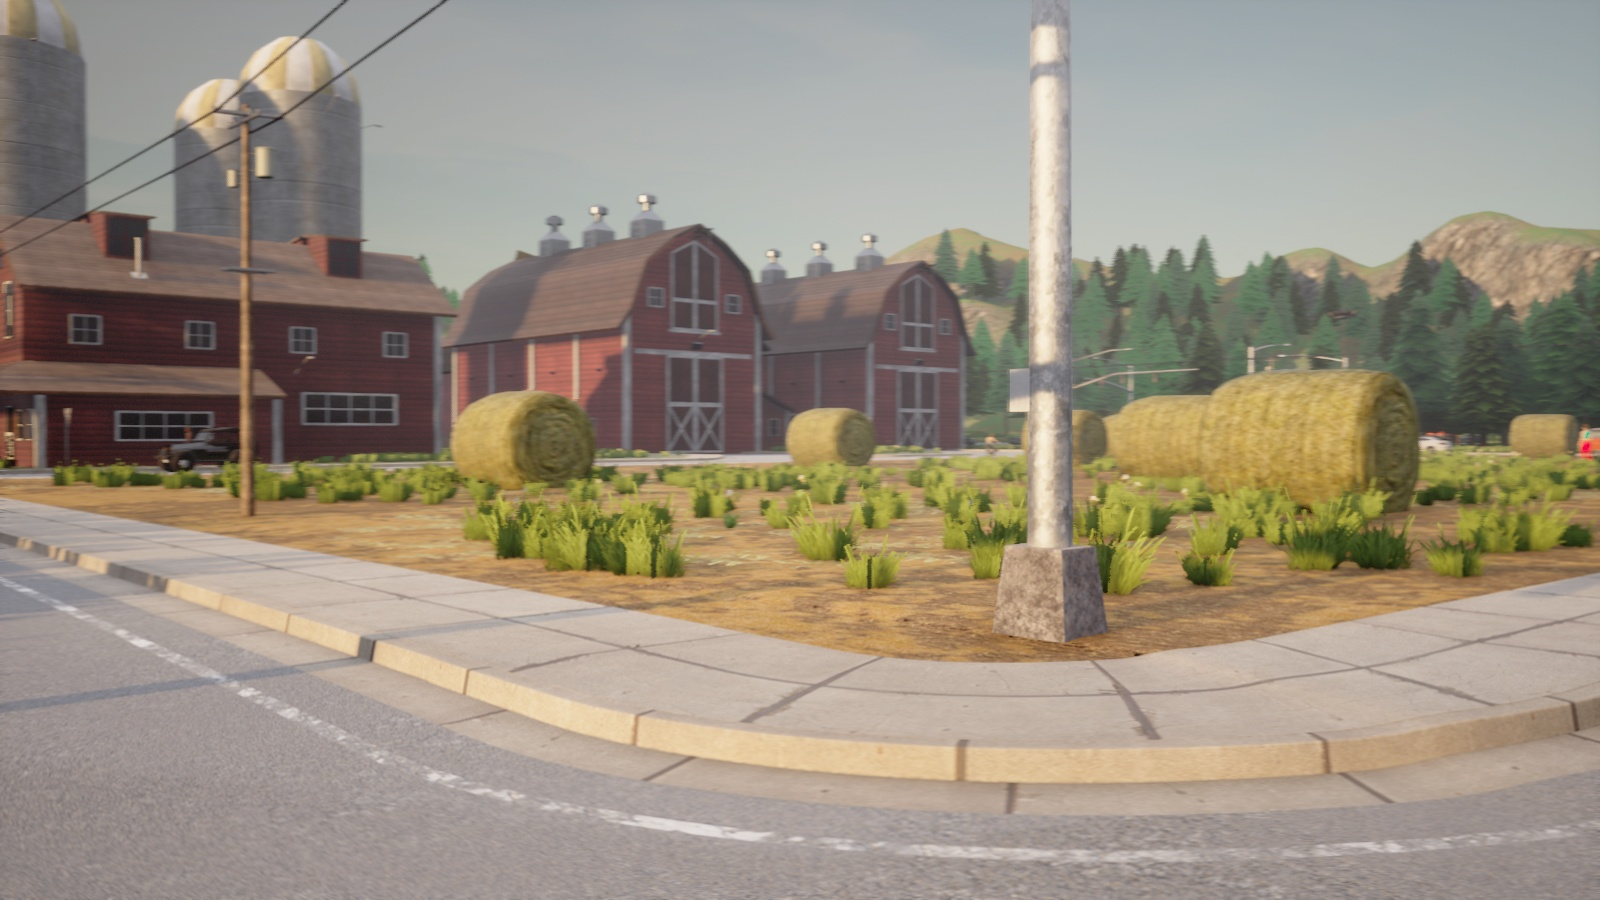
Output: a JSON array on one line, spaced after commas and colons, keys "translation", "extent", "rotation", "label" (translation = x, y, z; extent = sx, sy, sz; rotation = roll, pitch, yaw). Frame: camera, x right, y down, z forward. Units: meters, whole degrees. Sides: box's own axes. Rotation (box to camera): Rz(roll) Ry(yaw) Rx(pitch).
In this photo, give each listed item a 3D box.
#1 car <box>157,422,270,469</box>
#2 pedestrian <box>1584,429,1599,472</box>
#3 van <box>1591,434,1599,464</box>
[{"translation": [-24.488, -0.199, 52.510], "extent": [3.866, 1.878, 1.905], "rotation": [0, 1, -43], "label": "car"}, {"translation": [34.569, 0.017, 54.813], "extent": [0.345, 1.836, 0.594], "rotation": [0, 1, 1], "label": "pedestrian"}, {"translation": [54.094, -0.049, 81.351], "extent": [1.775, 1.987, 4.442], "rotation": [0, 1, -42], "label": "van"}]
